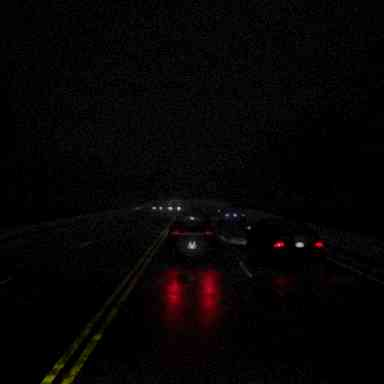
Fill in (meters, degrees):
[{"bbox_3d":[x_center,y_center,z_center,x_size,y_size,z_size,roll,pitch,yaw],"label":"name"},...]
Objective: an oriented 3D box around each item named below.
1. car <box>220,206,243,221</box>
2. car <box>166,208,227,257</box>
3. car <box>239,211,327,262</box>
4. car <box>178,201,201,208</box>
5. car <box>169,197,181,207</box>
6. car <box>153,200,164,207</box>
[{"bbox_3d":[3.260,1.827,27.556,2.033,1.411,5.357,0,-1,0],"label":"car"},{"bbox_3d":[0.020,1.626,13.529,2.128,1.511,4.902,0,0,0],"label":"car"},{"bbox_3d":[3.258,1.671,12.532,2.033,1.411,5.357,0,-1,0],"label":"car"},{"bbox_3d":[0.019,1.797,28.516,1.837,1.490,4.892,0,0,0],"label":"car"},{"bbox_3d":[-3.271,1.917,64.532,2.150,2.045,5.566,0,-1,1],"label":"car"},{"bbox_3d":[-6.512,2.248,64.993,2.033,1.411,5.357,0,-1,0],"label":"car"}]
